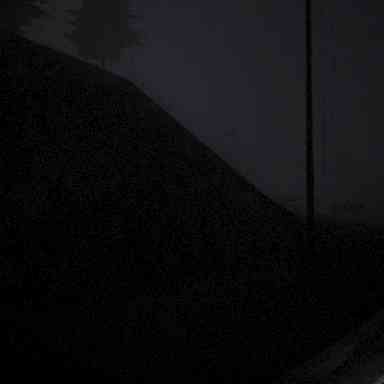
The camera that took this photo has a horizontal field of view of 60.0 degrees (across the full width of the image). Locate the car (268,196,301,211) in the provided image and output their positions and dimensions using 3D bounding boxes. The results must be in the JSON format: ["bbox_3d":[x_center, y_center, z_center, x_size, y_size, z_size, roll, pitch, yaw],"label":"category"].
[{"bbox_3d":[12.556,1.547,45.389,2.150,2.045,5.566,0,-1,-18],"label":"car"}]

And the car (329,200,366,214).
[{"bbox_3d":[17.774,1.719,38.359,2.128,1.511,4.902,0,-1,-11],"label":"car"}]
